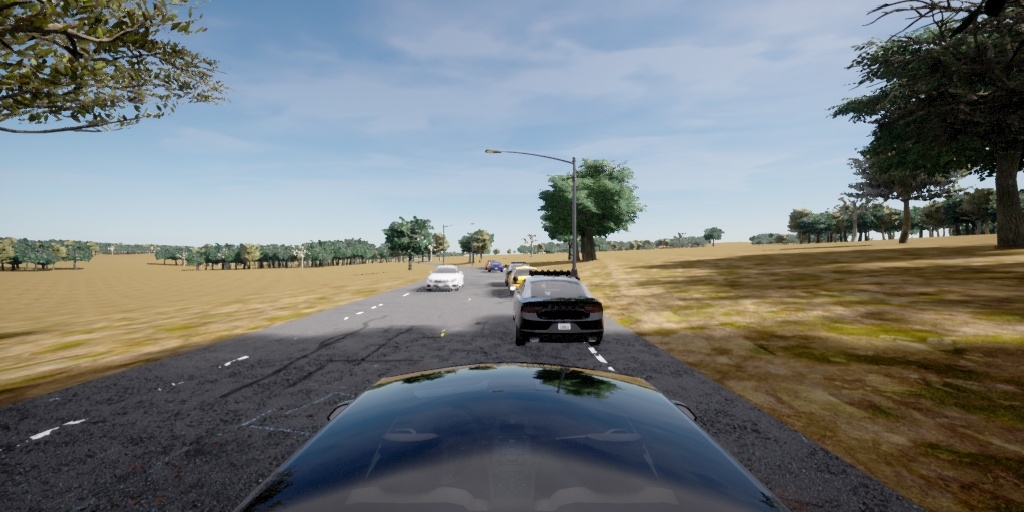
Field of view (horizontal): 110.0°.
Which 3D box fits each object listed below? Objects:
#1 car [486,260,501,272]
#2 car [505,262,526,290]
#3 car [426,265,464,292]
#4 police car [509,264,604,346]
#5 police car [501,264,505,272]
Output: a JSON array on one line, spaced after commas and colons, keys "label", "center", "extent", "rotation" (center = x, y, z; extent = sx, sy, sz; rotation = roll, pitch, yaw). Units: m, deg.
[{"label": "car", "center": [-2.215, 1.452, 48.310], "extent": [1.812, 1.442, 4.674], "rotation": [0, -1, -5]}, {"label": "car", "center": [0.718, 1.241, 19.773], "extent": [1.801, 1.575, 5.366], "rotation": [0, 0, -2]}, {"label": "car", "center": [-3.971, 1.314, 21.839], "extent": [1.812, 1.442, 4.674], "rotation": [0, 0, -3]}, {"label": "police car", "center": [0.990, 1.188, 9.638], "extent": [1.930, 1.638, 5.238], "rotation": [0, 0, -1]}, {"label": "police car", "center": [0.460, 1.224, 25.722], "extent": [1.930, 1.638, 5.238], "rotation": [0, 0, -3]}]
